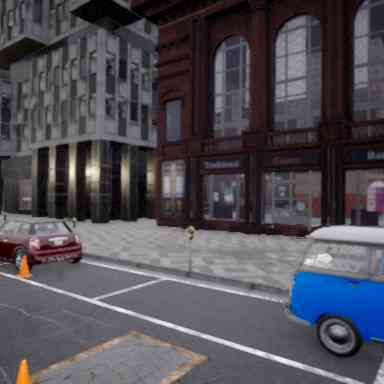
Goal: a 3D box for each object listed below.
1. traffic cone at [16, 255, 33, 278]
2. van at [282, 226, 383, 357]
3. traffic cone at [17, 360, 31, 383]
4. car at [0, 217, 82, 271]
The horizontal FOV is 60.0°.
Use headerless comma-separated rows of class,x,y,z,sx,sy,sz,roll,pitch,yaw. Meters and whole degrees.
traffic cone,-4.703,2.073,9.355,0.340,0.580,0.340,0,-1,37
van,3.376,1.440,4.605,3.998,1.788,1.690,0,-1,37
traffic cone,-1.701,2.001,3.357,0.340,0.580,0.340,0,-1,37
car,-5.645,1.582,11.365,4.097,1.590,1.967,0,-1,37
